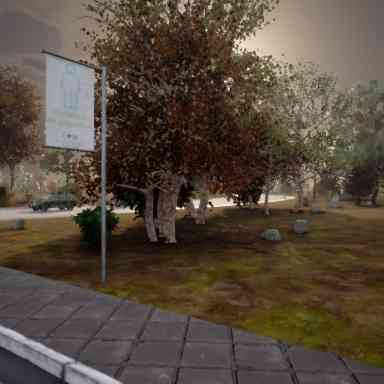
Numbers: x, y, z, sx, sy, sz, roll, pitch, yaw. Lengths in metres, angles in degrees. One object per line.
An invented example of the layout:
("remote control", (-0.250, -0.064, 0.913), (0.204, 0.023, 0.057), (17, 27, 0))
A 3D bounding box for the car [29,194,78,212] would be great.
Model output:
("car", (-16.546, 1.211, 39.954), (2.150, 2.045, 5.566), (0, 0, 38))

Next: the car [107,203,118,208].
("car", (-10.122, 1.463, 48.226), (1.837, 1.490, 4.892), (0, 0, 37))
